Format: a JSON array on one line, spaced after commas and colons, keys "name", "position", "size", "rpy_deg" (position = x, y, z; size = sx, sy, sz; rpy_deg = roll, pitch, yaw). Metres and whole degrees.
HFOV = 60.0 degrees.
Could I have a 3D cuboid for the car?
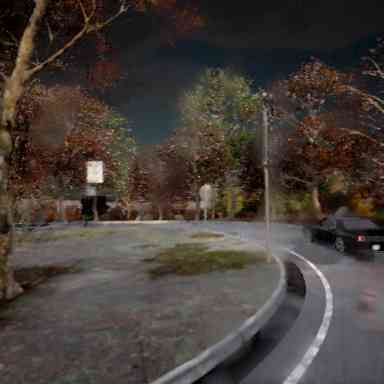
[{"name": "car", "position": [6.492, 1.728, 14.270], "size": [1.895, 1.301, 4.718], "rpy_deg": [-1, 0, -5]}]
